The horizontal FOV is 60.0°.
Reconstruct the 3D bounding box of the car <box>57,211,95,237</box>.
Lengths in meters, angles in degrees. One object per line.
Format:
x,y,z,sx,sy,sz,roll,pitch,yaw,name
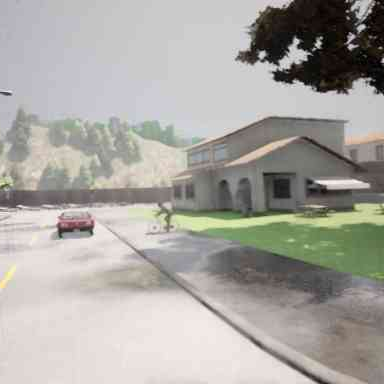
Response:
-6.872,1.752,19.568,1.895,1.301,4.718,-2,0,-21,car

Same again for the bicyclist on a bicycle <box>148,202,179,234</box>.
-1.474,1.352,17.152,1.656,1.620,0.582,-2,0,-21,bicyclist on a bicycle
